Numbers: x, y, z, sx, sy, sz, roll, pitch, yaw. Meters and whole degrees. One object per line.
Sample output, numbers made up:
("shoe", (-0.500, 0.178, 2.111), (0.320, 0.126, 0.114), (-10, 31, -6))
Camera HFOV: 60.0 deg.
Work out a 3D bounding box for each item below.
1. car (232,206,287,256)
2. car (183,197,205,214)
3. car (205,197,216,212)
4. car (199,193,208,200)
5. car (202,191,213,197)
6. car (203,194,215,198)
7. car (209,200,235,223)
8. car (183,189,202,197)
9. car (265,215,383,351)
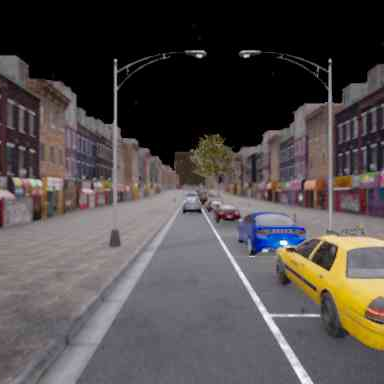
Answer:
("car", (2.990, 1.508, 13.366), (1.882, 1.535, 5.008), (0, 0, 0))
("car", (0.020, 1.521, 35.416), (1.994, 1.385, 4.181), (0, 0, 0))
("car", (2.581, 1.531, 36.534), (1.802, 1.307, 4.206), (1, 1, 0))
("car", (2.516, 0.936, 75.445), (1.947, 1.339, 4.313), (2, 1, 0))
("car", (2.560, 1.080, 53.210), (2.192, 1.841, 5.009), (1, 1, 0))
("car", (2.573, 1.423, 42.264), (1.752, 1.417, 4.829), (1, 1, 0))
("car", (2.600, 1.556, 25.414), (1.887, 1.381, 4.507), (1, 0, 0))
("car", (-0.072, 1.052, 48.403), (2.150, 2.045, 5.566), (0, 1, 0))
("car", (3.013, 1.480, 6.558), (1.801, 1.575, 5.366), (0, 0, 0))
